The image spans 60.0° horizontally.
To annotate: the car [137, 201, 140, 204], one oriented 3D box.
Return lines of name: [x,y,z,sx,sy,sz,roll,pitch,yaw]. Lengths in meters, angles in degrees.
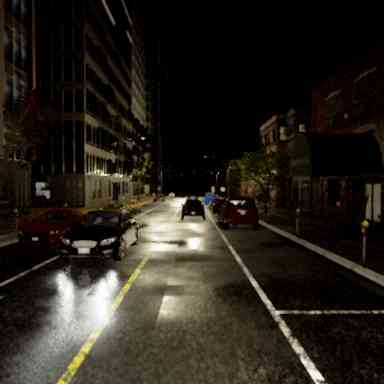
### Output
car: [-5.709,1.309,30.776,1.752,1.417,4.829,-1,0,0]

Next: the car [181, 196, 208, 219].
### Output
car: [0.095,1.339,26.508,1.812,1.442,4.674,0,0,0]

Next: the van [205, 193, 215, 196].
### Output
van: [2.664,1.008,47.537,1.690,1.788,3.998,-1,0,0]

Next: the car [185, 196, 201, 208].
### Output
car: [0.090,1.235,44.663,2.033,1.411,5.357,0,0,0]

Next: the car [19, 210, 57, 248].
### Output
car: [-5.704,1.444,14.342,1.887,1.381,4.507,-1,0,0]

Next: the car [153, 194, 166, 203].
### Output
car: [-5.717,1.029,58.619,1.967,1.590,4.097,-1,0,0]

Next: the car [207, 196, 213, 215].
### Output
car: [2.672,1.349,30.936,1.947,1.339,4.313,-1,0,0]

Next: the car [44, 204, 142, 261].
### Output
car: [-3.101,1.407,11.988,2.128,1.511,4.902,0,0,0]

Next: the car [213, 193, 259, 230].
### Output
car: [2.671,1.176,19.866,2.192,1.841,5.009,-1,0,0]

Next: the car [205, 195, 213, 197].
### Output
car: [2.671,1.326,36.471,1.802,1.307,4.206,-1,0,0]

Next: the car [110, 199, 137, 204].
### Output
car: [-5.708,1.348,25.241,1.752,1.417,4.829,-1,0,0]
